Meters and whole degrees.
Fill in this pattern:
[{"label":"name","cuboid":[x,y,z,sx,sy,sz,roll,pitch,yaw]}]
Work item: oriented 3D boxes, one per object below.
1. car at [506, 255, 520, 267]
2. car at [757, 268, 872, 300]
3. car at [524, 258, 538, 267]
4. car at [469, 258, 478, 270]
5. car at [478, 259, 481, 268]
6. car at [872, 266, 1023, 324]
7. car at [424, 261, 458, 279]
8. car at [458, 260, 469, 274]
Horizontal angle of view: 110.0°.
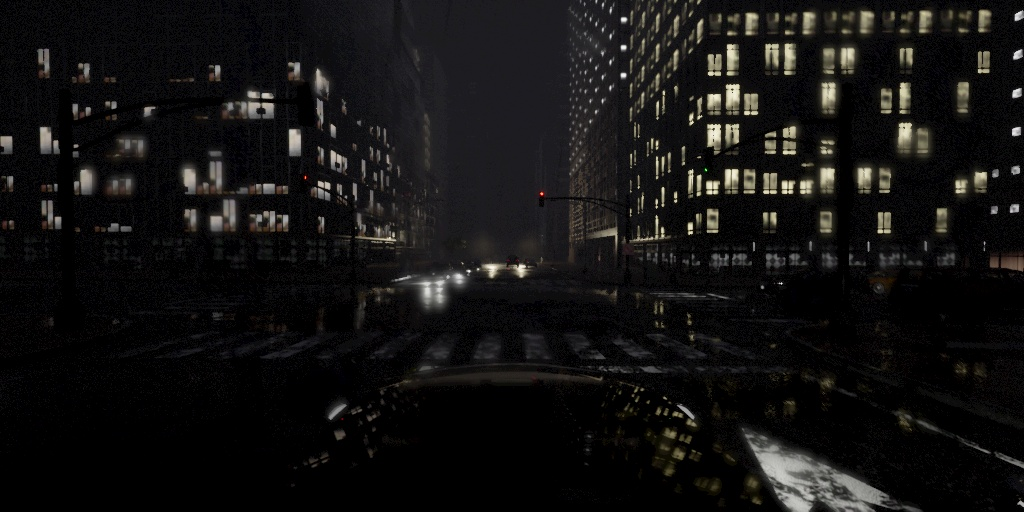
[{"label":"car","cuboid":[0.144,0.925,62.873,2.150,2.045,5.566,0,0,0]},{"label":"car","cuboid":[15.280,1.357,18.270,4.902,1.511,2.128,1,1,2]},{"label":"car","cuboid":[3.395,1.228,63.253,1.812,1.442,4.674,0,0,0]},{"label":"car","cuboid":[-6.479,1.263,51.396,2.033,1.411,5.357,0,0,0]},{"label":"car","cuboid":[-6.415,1.182,62.158,1.882,1.535,5.008,0,0,1]},{"label":"car","cuboid":[16.215,1.281,12.439,5.009,1.841,2.192,0,0,1]},{"label":"car","cuboid":[-6.533,1.225,32.344,2.128,1.511,4.902,0,0,0]},{"label":"car","cuboid":[-6.510,1.326,41.626,1.895,1.301,4.718,0,0,0]}]
